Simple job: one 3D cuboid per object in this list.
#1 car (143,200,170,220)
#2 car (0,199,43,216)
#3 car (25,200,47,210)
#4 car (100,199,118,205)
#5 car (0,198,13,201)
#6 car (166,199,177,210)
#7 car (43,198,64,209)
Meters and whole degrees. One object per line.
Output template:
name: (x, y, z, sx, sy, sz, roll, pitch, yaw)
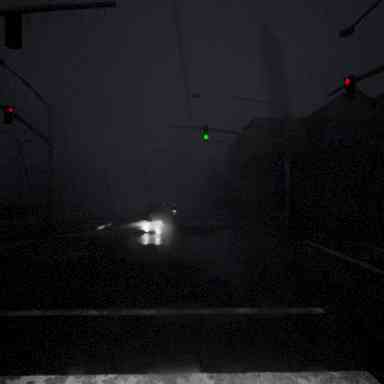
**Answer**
car: (-3.594, 1.843, 32.254, 2.128, 1.511, 4.902, 0, 0, 0)
car: (-18.923, 1.894, 36.970, 2.007, 1.523, 4.514, 0, -1, 0)
car: (-25.952, 2.159, 55.439, 1.970, 1.475, 3.806, 0, -1, 0)
car: (-22.172, 2.643, 88.835, 4.611, 1.667, 2.242, 0, -1, 0)
car: (-25.891, 1.803, 46.963, 1.932, 1.855, 4.605, 0, -1, 0)
car: (-3.545, 1.935, 53.329, 2.097, 1.767, 4.553, 0, -1, 1)
car: (-22.626, 1.868, 54.840, 1.905, 1.878, 3.866, 0, -1, 0)
